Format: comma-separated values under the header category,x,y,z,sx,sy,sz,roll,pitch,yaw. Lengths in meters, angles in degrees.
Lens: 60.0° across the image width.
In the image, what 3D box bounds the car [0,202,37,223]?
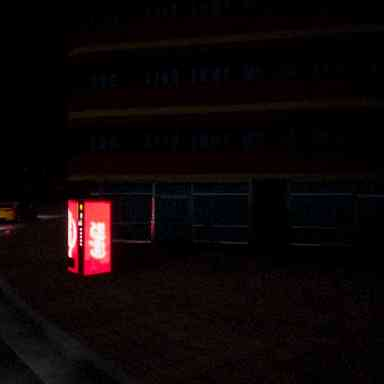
category,x,y,z,sx,sy,sz,roll,pitch,yaw
car,-13.633,1.478,25.560,1.882,1.535,5.008,0,0,-4

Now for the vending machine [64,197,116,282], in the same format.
category,x,y,z,sx,sy,sz,roll,pitch,yaw
vending machine,-2.762,1.195,8.985,1.100,2.100,0.880,0,0,-38
